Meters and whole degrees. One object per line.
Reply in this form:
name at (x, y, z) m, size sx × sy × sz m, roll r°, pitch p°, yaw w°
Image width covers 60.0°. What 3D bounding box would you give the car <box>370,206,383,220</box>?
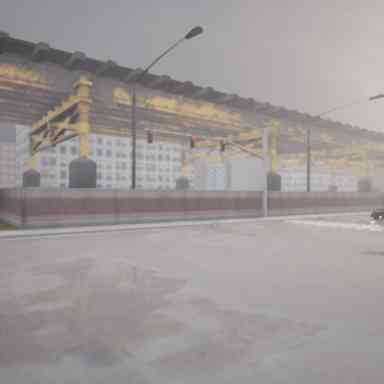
car at (18.203, 1.801, 29.868) m, size 5.357 × 1.411 × 2.033 m, roll 1°, pitch 0°, yaw -35°
